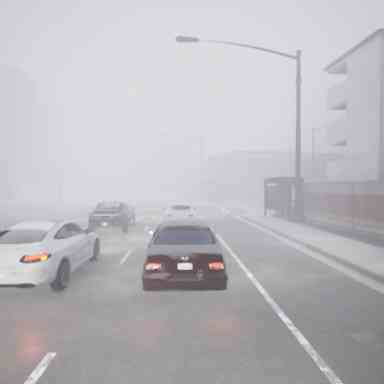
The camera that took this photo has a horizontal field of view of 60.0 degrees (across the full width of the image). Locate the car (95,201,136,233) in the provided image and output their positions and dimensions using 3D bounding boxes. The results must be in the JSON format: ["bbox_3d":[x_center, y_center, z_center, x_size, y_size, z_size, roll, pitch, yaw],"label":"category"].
[{"bbox_3d":[-4.138,1.228,17.727,2.128,1.511,4.902,0,1,-3],"label":"car"}]

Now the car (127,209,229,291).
[{"bbox_3d":[-0.220,1.417,8.784,2.033,1.411,5.357,0,1,-2],"label":"car"}]

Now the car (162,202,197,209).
[{"bbox_3d":[-0.671,1.255,18.365,1.812,1.442,4.674,0,1,-3],"label":"car"}]

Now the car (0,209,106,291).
[{"bbox_3d":[-3.720,1.397,8.511,1.812,1.442,4.674,0,1,-2],"label":"car"}]
